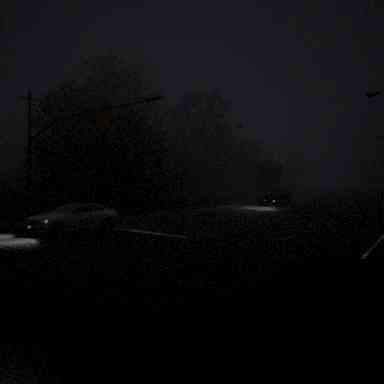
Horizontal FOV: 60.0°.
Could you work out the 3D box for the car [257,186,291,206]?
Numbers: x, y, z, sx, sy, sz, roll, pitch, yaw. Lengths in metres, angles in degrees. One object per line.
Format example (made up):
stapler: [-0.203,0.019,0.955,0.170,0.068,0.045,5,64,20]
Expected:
car: [9.217,0.370,37.052,2.150,2.045,5.566,2,3,36]

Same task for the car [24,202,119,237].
car: [-5.673,1.230,16.254,1.812,1.442,4.674,2,1,36]
